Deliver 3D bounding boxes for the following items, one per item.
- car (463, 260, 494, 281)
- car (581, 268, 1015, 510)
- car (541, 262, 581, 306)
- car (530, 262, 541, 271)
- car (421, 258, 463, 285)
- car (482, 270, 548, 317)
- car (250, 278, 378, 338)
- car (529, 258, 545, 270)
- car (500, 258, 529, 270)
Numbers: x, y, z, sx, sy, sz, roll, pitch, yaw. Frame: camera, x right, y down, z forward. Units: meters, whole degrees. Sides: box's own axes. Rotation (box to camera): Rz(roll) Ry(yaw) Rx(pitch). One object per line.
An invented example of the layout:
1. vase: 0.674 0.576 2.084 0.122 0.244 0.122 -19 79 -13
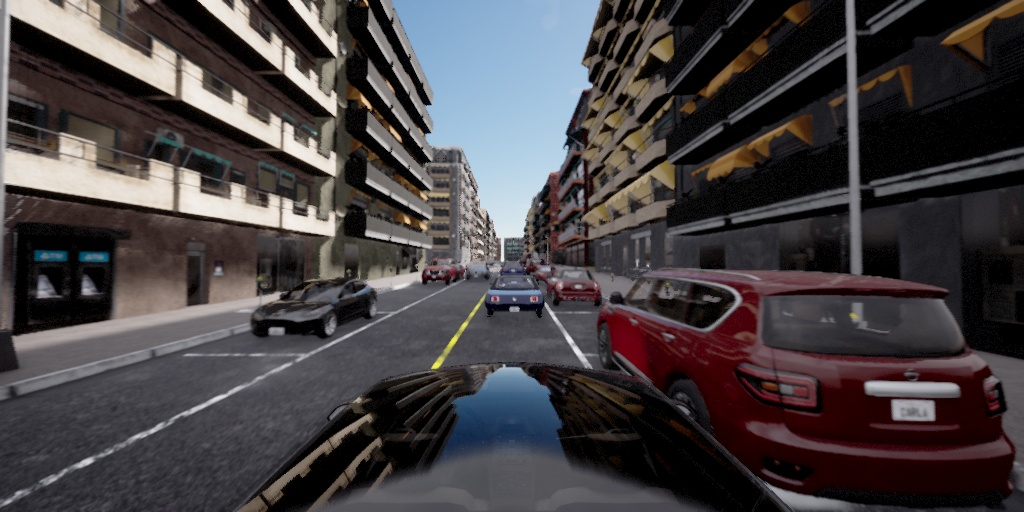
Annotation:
1. car: -2.843 1.325 30.733 1.812 1.442 4.674 0 0 0
2. car: 2.535 1.067 4.670 2.192 1.841 5.009 0 0 0
3. car: 2.536 1.207 15.733 1.967 1.591 4.097 0 0 0
4. car: 2.538 1.371 26.795 1.802 1.307 4.207 0 0 0
5. car: -5.310 1.105 26.851 2.192 1.841 5.009 0 0 0
6. car: 0.093 1.364 13.307 1.895 1.301 4.718 0 0 0
7. car: -5.312 1.325 10.263 1.948 1.339 4.313 0 0 0
8. car: 2.540 1.135 37.857 2.192 1.841 5.009 0 0 0
9. car: 0.097 1.150 30.041 2.097 1.767 4.553 0 0 0
